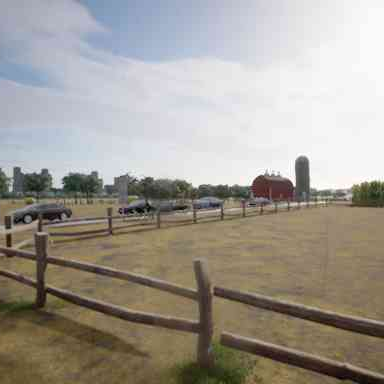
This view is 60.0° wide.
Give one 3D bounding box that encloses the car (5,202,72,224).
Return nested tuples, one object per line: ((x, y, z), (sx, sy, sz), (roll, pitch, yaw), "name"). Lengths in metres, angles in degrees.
((-11.604, 1.578, 25.478), (1.837, 1.490, 4.892), (-2, -1, 35), "car")

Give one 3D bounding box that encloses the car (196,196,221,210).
((2.027, 1.461, 44.685), (2.097, 1.767, 4.553), (-2, -2, 35), "car")

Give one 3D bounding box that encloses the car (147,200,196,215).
((-1.972, 1.606, 33.985), (1.895, 1.301, 4.718), (-2, -1, 36), "car")

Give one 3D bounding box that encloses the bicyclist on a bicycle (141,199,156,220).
((-3.522, 1.401, 26.545), (1.656, 1.620, 0.582), (0, 0, 35), "bicyclist on a bicycle")

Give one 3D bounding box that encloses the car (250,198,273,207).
((10.907, 1.602, 52.155), (2.033, 1.411, 5.357), (-2, -1, 36), "car")

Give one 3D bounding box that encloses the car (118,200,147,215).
((-5.413, 1.566, 34.214), (1.882, 1.535, 5.008), (-2, -1, 35), "car")
